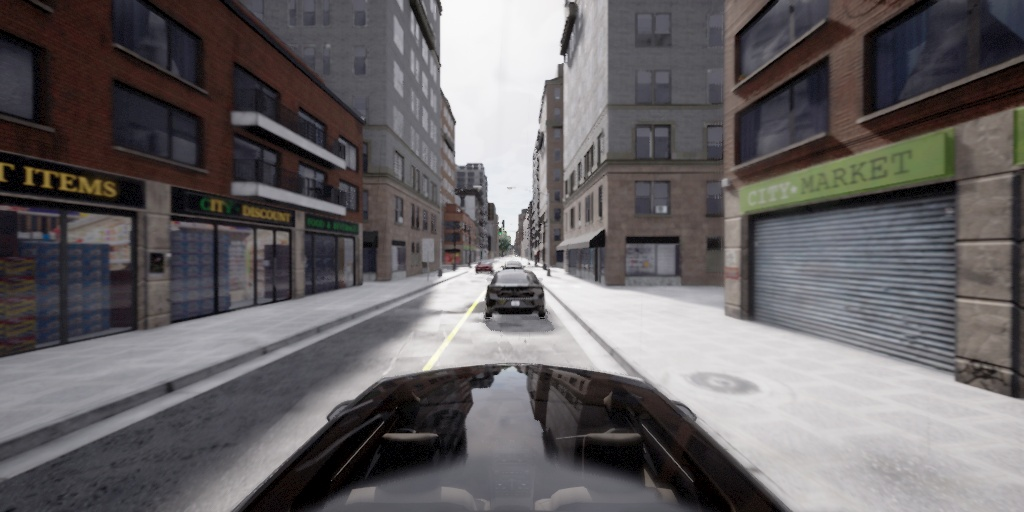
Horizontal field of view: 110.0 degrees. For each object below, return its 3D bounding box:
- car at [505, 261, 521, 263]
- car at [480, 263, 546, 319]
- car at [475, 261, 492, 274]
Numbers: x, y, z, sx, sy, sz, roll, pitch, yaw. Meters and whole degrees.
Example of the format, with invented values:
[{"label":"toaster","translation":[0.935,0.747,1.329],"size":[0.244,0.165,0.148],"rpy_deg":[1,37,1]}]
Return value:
[{"label":"car","translation":[0.103,1.174,30.293],"size":[1.837,1.490,4.892],"rpy_deg":[0,0,0]},{"label":"car","translation":[0.101,1.197,12.724],"size":[1.882,1.535,5.008],"rpy_deg":[0,0,0]},{"label":"car","translation":[-3.007,1.242,39.525],"size":[1.895,1.301,4.718],"rpy_deg":[0,0,0]}]
